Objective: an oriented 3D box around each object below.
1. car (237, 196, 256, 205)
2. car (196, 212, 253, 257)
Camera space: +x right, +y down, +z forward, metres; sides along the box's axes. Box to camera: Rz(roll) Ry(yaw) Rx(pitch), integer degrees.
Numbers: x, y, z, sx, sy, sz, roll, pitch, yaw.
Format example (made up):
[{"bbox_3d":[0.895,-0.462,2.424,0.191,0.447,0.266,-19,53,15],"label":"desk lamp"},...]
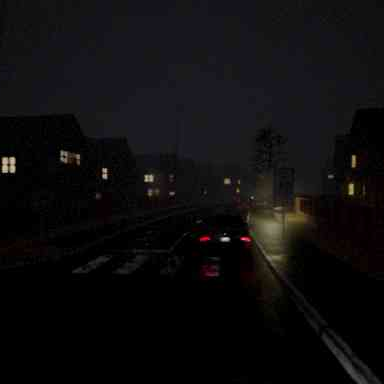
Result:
[{"bbox_3d":[7.816,1.198,47.254,1.895,1.301,4.718,0,1,20],"label":"car"},{"bbox_3d":[1.133,1.458,12.533,2.033,1.411,5.357,0,0,3],"label":"car"}]
